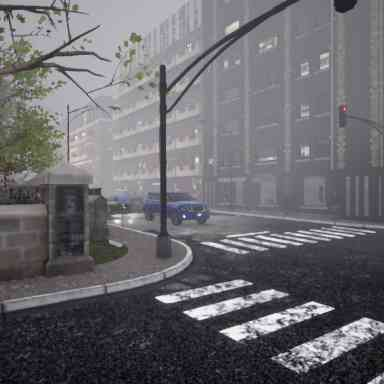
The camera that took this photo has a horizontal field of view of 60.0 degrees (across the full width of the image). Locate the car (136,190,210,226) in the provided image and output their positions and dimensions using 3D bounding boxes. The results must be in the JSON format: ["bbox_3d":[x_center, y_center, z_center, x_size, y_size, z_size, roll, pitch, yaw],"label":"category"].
[{"bbox_3d":[-1.194,0.926,21.594,2.150,2.045,5.566,0,1,-36],"label":"car"}]

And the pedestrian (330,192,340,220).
[{"bbox_3d":[9.402,0.902,21.910,0.375,1.860,0.375,1,-1,-36],"label":"pedestrian"}]

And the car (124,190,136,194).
[{"bbox_3d":[-5.136,0.726,36.794,2.192,1.841,5.009,1,1,-36],"label":"car"}]

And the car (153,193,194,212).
[{"bbox_3d":[-1.873,0.949,32.341,1.967,1.590,4.097,1,1,-36],"label":"car"}]

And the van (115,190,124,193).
[{"bbox_3d":[-8.401,0.654,41.249,1.690,1.788,3.998,1,1,-36],"label":"van"}]

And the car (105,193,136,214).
[{"bbox_3d":[-6.855,1.098,29.322,1.994,1.385,4.181,0,1,-36],"label":"car"}]
